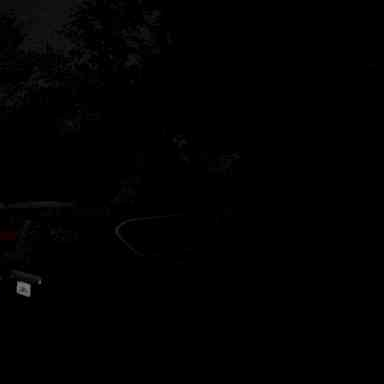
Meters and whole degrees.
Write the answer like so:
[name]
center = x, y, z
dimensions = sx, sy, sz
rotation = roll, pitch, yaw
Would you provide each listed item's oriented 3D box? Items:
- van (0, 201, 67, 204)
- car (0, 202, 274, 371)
[van]
center = -4.976, 1.276, 9.459
dimensions = 1.878, 1.987, 4.442
rotation = 0, 0, 36
[car]
center = -0.417, 1.237, 6.096
dimensions = 2.435, 2.045, 5.566
rotation = 0, 0, 36
